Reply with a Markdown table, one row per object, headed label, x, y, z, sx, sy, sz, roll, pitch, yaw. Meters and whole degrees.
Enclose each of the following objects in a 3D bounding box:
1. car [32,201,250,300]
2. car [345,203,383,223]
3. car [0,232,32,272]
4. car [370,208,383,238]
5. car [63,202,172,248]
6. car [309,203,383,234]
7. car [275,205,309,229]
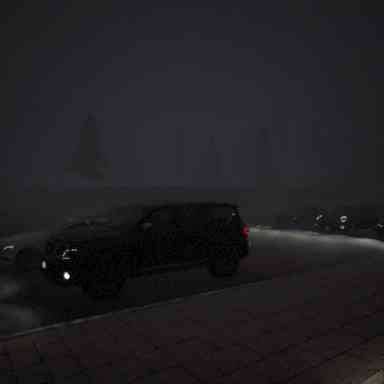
| label | x | y | z | sx | sy | sz | roll | pitch | yaw |
| --- | --- | --- | --- | --- | --- | --- | --- | --- | --- |
| car | -0.946 | 1.266 | 8.837 | 5.566 | 2.045 | 2.150 | 1 | -1 | -35 |
| car | 15.635 | 1.803 | 29.190 | 4.892 | 1.490 | 1.837 | 0 | 0 | -35 |
| car | -3.862 | 1.557 | 11.040 | 4.674 | 1.442 | 1.812 | 1 | 0 | -36 |
| car | 11.777 | 1.728 | 17.807 | 4.674 | 1.442 | 1.812 | 1 | -1 | -35 |
| car | -3.424 | 1.414 | 15.661 | 4.553 | 1.767 | 2.097 | 1 | 0 | -35 |
| car | 9.696 | 1.551 | 20.623 | 4.553 | 1.767 | 2.097 | 0 | 0 | -35 |
| car | 8.054 | 1.684 | 23.743 | 5.008 | 1.535 | 1.882 | 1 | -1 | -35 |
